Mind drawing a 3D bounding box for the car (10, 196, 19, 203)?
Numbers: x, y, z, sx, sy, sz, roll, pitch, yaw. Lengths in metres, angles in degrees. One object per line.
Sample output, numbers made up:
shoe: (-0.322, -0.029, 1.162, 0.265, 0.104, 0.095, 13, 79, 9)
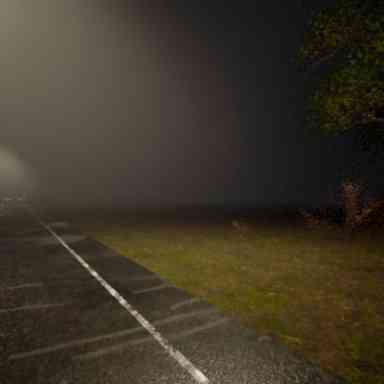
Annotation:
car: (-42.312, 1.776, 79.116, 1.812, 1.442, 4.674, 0, 0, -28)

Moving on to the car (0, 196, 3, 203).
car: (-45.423, 1.862, 77.513, 1.895, 1.301, 4.718, 0, 0, -28)
